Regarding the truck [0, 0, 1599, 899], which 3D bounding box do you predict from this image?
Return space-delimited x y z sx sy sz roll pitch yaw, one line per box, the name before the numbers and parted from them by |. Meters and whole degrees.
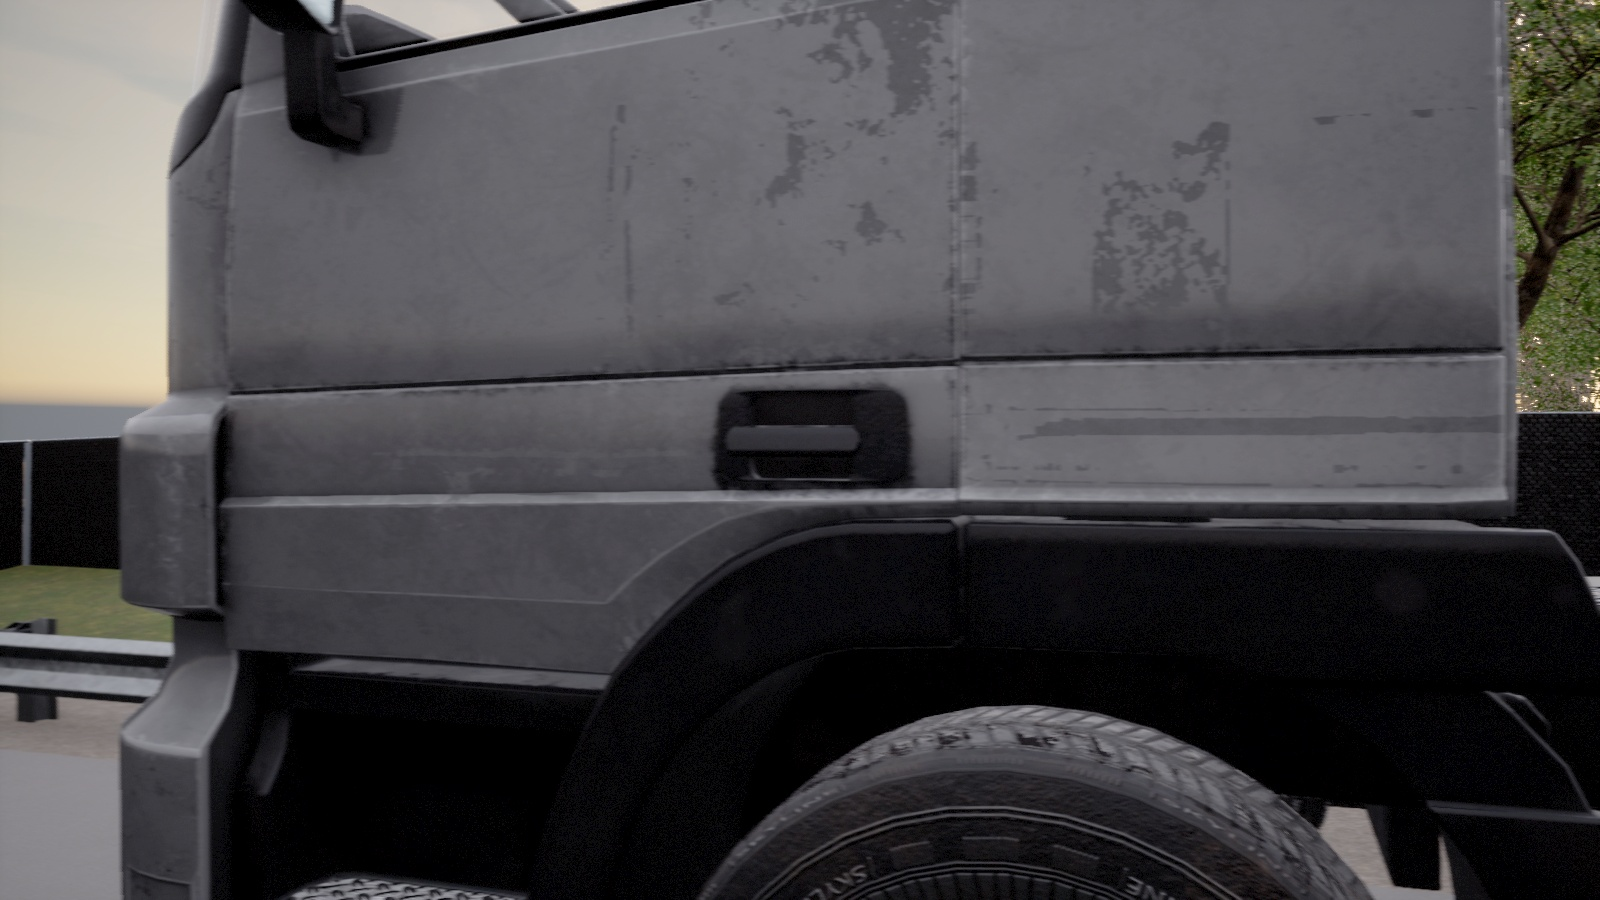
truck | 2.809 -0.180 2.230 7.936 3.462 2.891 1 1 19
